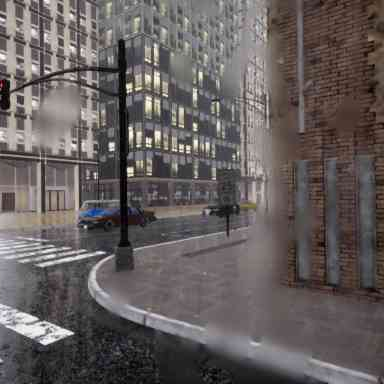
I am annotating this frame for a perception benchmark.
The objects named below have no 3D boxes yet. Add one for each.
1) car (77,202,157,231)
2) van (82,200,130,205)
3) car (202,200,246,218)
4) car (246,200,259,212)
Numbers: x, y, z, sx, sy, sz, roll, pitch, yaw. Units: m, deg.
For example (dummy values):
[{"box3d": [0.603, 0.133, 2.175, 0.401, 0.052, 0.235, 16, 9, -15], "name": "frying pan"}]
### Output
[{"box3d": [-4.551, 1.614, 21.177, 2.033, 1.411, 5.357, -1, -1, 36], "name": "car"}, {"box3d": [-6.070, 1.460, 23.512, 1.690, 1.788, 3.998, -2, -1, 36], "name": "van"}, {"box3d": [2.805, 1.582, 31.457, 2.128, 1.511, 4.902, -1, -1, 36], "name": "car"}, {"box3d": [6.752, 1.689, 41.430, 1.752, 1.417, 4.829, -2, -1, 36], "name": "car"}]
